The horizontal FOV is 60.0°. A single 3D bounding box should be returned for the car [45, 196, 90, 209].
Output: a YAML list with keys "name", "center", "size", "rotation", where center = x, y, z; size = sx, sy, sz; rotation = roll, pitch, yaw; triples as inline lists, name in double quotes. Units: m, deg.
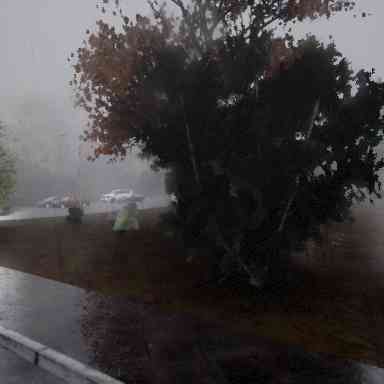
- name: "car"
  center: [-15.501, 1.306, 42.418]
  size: [1.882, 1.535, 5.008]
  rotation: [0, 2, 39]

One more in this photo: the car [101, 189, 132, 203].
- name: "car"
  center: [-11.723, 0.658, 52.688]
  size: [2.150, 2.045, 5.566]
  rotation: [0, 3, 39]

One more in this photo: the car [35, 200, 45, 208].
- name: "car"
  center: [-18.357, 1.350, 44.451]
  size: [1.837, 1.490, 4.892]
  rotation: [0, 2, 39]

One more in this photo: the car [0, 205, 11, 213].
- name: "car"
  center: [-21.715, 1.646, 34.685]
  size: [1.895, 1.301, 4.718]
  rotation: [0, 1, 39]

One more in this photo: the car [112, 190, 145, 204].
- name: "car"
  center: [-9.172, 0.965, 50.284]
  size: [1.812, 1.442, 4.674]
  rotation: [0, 3, 39]
